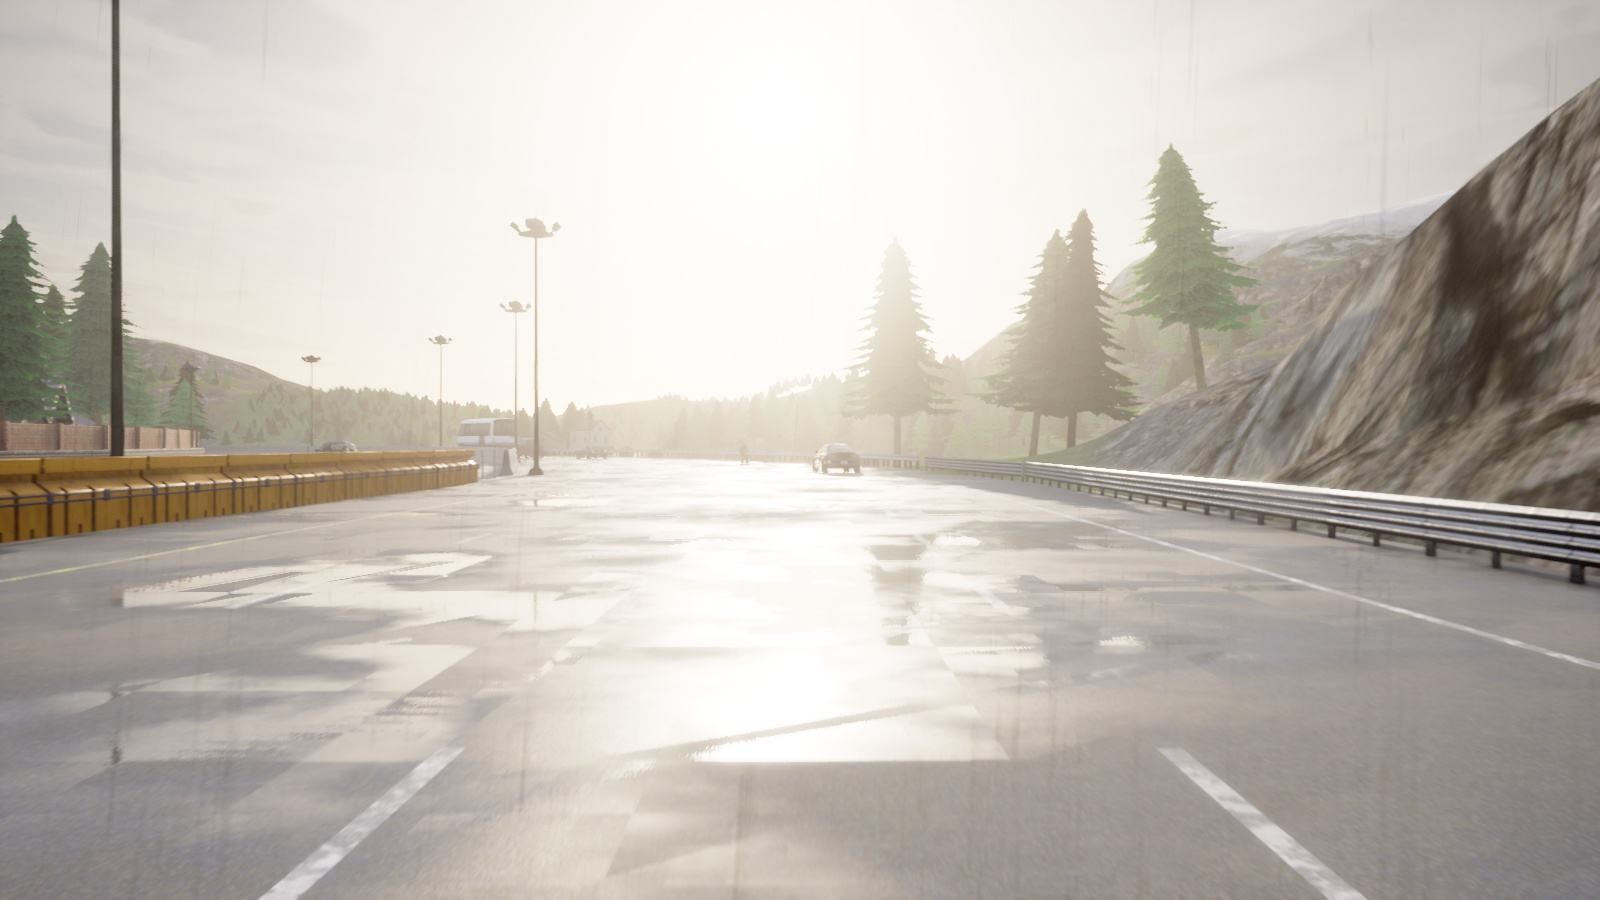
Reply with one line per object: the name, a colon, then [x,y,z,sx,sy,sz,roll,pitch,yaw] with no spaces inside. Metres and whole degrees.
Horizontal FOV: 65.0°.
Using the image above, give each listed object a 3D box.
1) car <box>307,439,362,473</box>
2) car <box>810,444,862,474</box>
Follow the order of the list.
car: [-22.903,0.277,61.869,1.851,1.617,3.988,0,0,-10]
car: [1.756,0.420,62.816,1.812,1.442,4.674,0,0,-8]
